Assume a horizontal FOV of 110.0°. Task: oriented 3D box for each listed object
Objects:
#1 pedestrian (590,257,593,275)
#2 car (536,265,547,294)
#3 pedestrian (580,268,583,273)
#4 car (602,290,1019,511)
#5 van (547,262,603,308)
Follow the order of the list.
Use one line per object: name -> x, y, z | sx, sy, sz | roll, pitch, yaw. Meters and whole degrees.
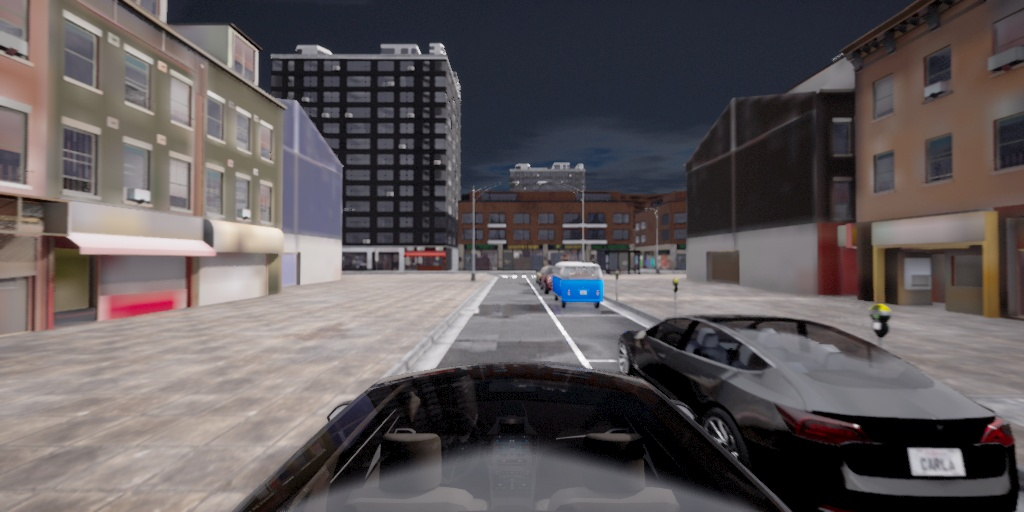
pedestrian -> 8.044, 1.048, 36.551 | 0.375, 1.860, 0.375 | 0, -1, 0
car -> 2.656, 1.266, 20.620 | 1.967, 1.591, 4.097 | 0, 0, 0
pedestrian -> 7.044, 1.419, 35.948 | 0.500, 1.100, 0.500 | 0, -1, 0
car -> 2.639, 1.325, 4.308 | 1.948, 1.339, 4.313 | 0, 0, 0
van -> 2.650, 1.144, 15.183 | 1.690, 1.789, 3.998 | 0, 0, 0
